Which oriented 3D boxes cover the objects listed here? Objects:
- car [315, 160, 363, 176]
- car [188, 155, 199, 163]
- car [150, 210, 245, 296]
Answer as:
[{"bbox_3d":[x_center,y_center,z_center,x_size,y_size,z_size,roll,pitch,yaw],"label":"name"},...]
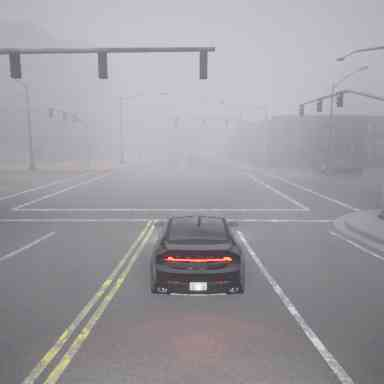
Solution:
[{"bbox_3d":[15.662,-2.662,35.574,4.553,1.767,2.097,0,8,0],"label":"car"},{"bbox_3d":[0.274,-5.999,59.495,2.033,1.411,5.357,0,8,0],"label":"car"},{"bbox_3d":[0.114,1.198,8.086,1.837,1.490,4.892,0,4,0],"label":"car"}]
